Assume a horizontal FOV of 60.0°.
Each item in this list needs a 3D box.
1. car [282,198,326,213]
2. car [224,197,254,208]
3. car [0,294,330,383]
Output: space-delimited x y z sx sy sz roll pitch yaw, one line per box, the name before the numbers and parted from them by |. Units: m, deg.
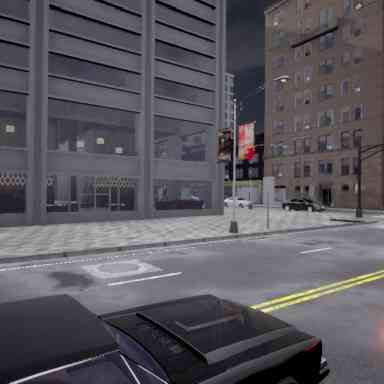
car | 11.901 1.403 35.582 1.837 1.490 4.892 1 0 -35
car | 6.037 1.382 43.907 1.812 1.442 4.674 1 0 -35
car | -0.987 1.601 2.679 4.718 1.301 1.895 0 0 -35
